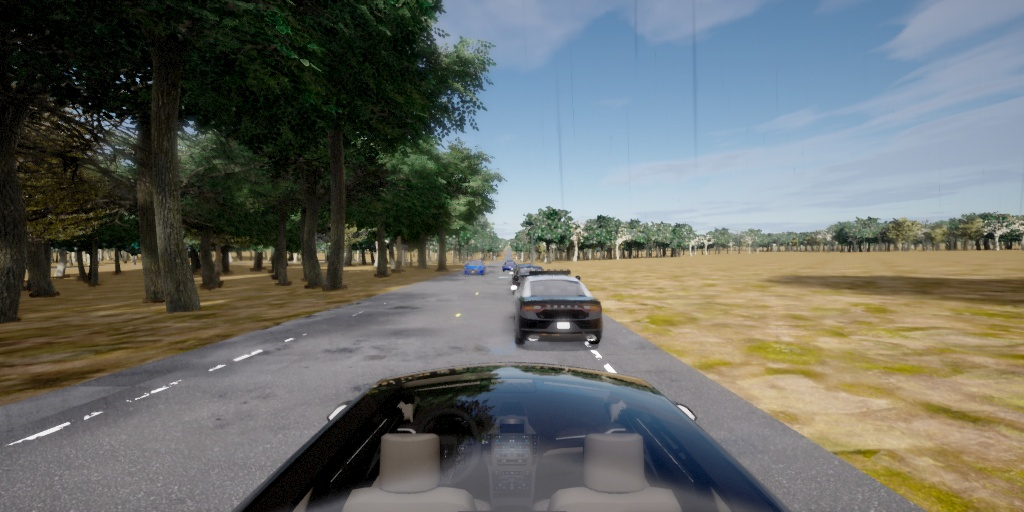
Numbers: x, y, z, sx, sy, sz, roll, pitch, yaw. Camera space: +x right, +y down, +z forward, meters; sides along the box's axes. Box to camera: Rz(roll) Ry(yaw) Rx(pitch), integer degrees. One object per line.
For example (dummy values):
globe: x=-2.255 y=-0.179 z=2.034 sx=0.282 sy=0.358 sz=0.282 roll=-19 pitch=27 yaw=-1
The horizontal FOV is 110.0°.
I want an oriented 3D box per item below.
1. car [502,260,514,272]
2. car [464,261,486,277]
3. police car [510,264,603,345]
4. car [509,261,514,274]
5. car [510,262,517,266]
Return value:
car: x=-0.253 y=1.347 z=47.265 sx=1.994 sy=1.385 sz=4.181 roll=0 pitch=0 yaw=0
car: x=-3.714 y=1.239 z=36.445 sx=1.882 sy=1.535 sz=5.008 roll=0 pitch=0 yaw=0
police car: x=1.001 y=1.173 z=9.676 sx=1.930 sy=1.638 sz=5.238 roll=0 pitch=0 yaw=0
car: x=0.903 y=1.279 z=25.572 sx=1.812 sy=1.442 sz=4.674 roll=0 pitch=0 yaw=0
car: x=0.940 y=1.256 z=19.569 sx=1.837 sy=1.490 sz=4.892 roll=0 pitch=0 yaw=0
